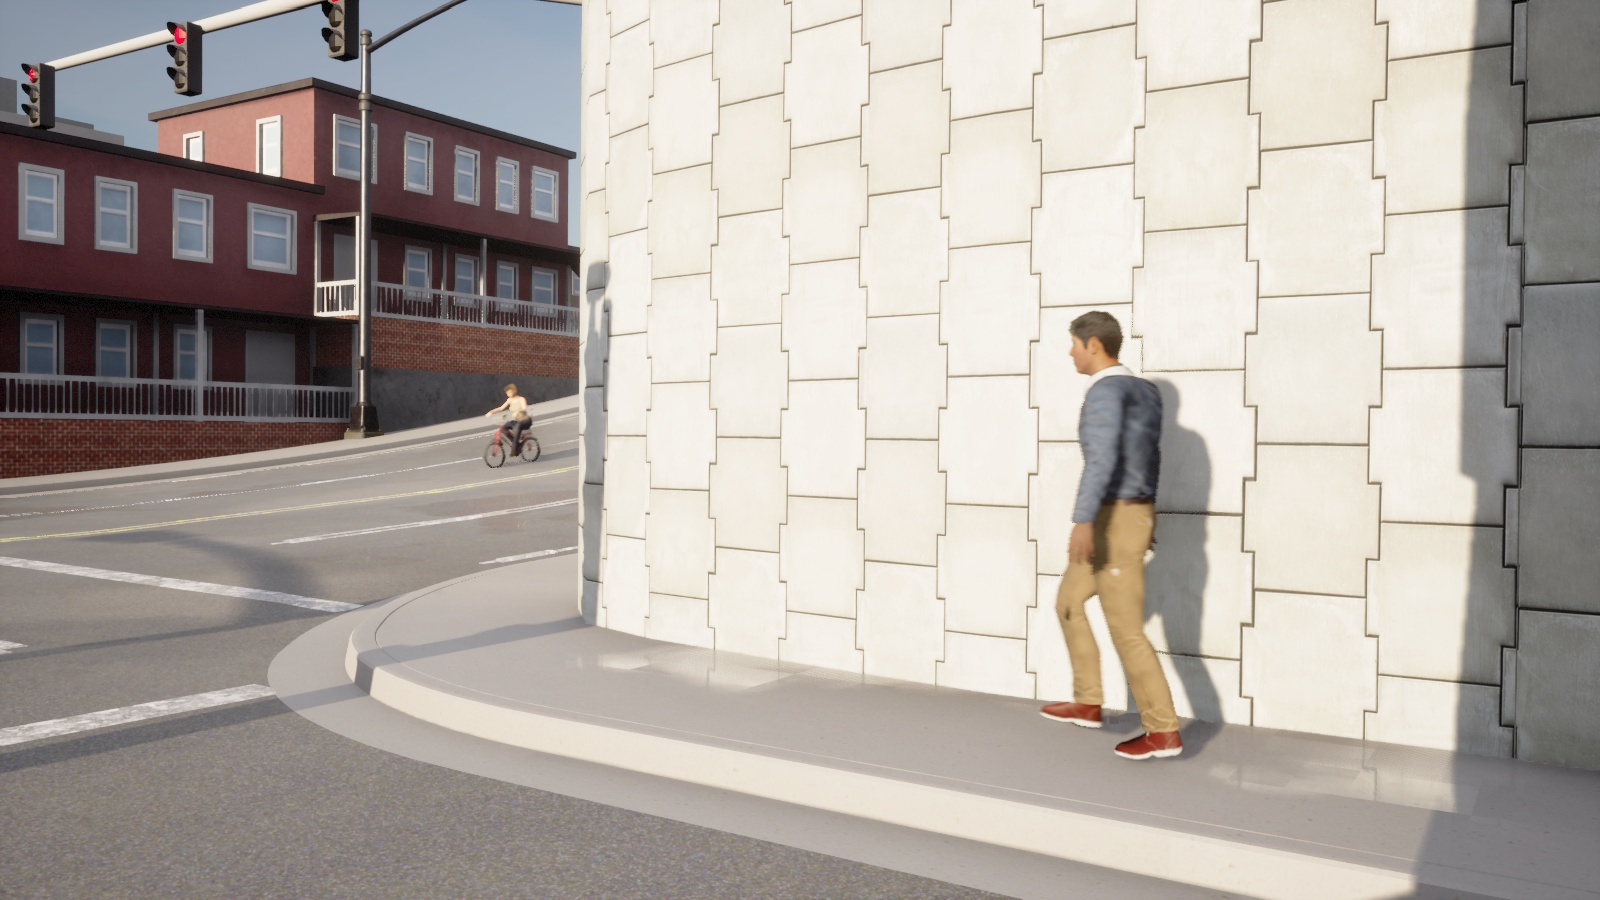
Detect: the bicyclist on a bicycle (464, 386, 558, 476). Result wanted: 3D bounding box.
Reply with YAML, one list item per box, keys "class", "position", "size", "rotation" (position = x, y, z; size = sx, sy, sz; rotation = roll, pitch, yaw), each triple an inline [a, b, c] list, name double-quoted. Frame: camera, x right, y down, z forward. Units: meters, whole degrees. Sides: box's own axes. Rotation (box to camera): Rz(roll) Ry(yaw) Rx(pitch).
- class: "bicyclist on a bicycle"
  position: [-5.699, -0.387, 24.837]
  size: [0.866, 1.612, 1.509]
  rotation: [0, 7, 33]

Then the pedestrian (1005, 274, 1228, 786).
- class: "pedestrian"
  position: [1.300, 0.304, 5.168]
  size: [0.788, 1.949, 0.423]
  rotation: [0, 1, 32]
